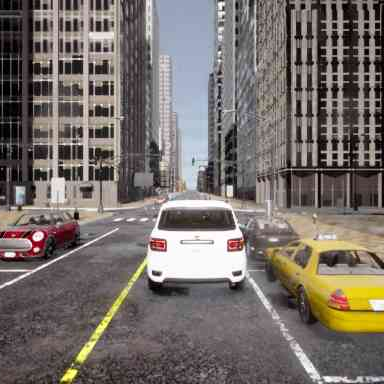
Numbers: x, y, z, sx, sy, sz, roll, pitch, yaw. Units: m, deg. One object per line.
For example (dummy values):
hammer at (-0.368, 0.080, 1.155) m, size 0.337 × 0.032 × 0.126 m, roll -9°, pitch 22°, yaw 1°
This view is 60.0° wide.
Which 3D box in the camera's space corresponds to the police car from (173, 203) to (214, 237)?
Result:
police car at (0.103, 1.497, 19.109) m, size 2.038 × 1.542 × 4.974 m, roll 0°, pitch 0°, yaw 1°

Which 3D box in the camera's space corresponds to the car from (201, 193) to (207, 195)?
car at (2.810, 1.380, 61.664) m, size 1.967 × 1.590 × 4.097 m, roll 0°, pitch 0°, yaw 0°

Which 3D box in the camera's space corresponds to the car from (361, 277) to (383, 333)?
car at (2.692, 1.551, 1.065) m, size 2.008 × 1.369 × 4.403 m, roll 0°, pitch 0°, yaw 0°

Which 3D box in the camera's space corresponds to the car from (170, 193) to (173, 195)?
car at (-5.693, 1.242, 67.353) m, size 2.192 × 1.841 × 5.009 m, roll 0°, pitch 0°, yaw 0°

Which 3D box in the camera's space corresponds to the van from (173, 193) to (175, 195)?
van at (-5.658, 1.225, 84.408) m, size 1.690 × 1.788 × 3.998 m, roll 0°, pitch 0°, yaw 0°

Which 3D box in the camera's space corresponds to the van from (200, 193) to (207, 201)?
van at (2.720, 1.239, 78.716) m, size 1.690 × 1.788 × 3.998 m, roll 0°, pitch 0°, yaw 0°

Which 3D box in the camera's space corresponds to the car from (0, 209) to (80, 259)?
car at (-5.684, 1.437, 12.405) m, size 1.967 × 1.590 × 4.097 m, roll 0°, pitch 0°, yaw 0°

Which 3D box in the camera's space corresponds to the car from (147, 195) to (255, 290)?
car at (0.103, 1.220, 9.189) m, size 2.150 × 2.045 × 5.566 m, roll 0°, pitch 0°, yaw 0°

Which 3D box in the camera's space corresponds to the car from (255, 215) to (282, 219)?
car at (2.696, 1.548, 12.403) m, size 2.008 × 1.369 × 4.403 m, roll 0°, pitch 0°, yaw 0°

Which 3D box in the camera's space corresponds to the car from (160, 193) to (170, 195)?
car at (-5.762, 1.380, 61.668) m, size 1.967 × 1.590 × 4.097 m, roll 0°, pitch 0°, yaw 0°

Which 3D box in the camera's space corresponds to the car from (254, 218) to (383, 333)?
car at (2.694, 1.525, 6.905) m, size 1.752 × 1.417 × 4.829 m, roll 0°, pitch 0°, yaw 0°

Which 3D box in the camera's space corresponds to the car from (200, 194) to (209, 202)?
car at (2.718, 1.353, 73.032) m, size 1.967 × 1.590 × 4.097 m, roll 0°, pitch 0°, yaw 0°
